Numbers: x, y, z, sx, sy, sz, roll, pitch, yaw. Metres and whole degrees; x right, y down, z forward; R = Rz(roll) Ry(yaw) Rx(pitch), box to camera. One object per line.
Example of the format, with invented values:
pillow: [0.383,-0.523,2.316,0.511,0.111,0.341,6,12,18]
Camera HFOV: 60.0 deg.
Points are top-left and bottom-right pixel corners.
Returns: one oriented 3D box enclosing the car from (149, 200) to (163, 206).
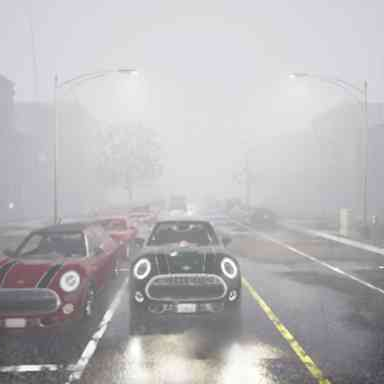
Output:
car: [-3.881,1.677,29.195,2.008,1.369,4.403,0,0,-3]

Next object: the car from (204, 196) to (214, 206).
car: [3.373,1.777,51.951,1.752,1.417,4.829,0,0,-3]

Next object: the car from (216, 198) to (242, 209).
car: [4.211,1.492,35.158,2.192,1.841,5.009,0,0,-3]

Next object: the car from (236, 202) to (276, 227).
car: [4.766,1.692,24.074,1.947,1.339,4.313,0,0,-3]

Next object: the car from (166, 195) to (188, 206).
car: [-1.732,1.405,40.172,2.150,2.045,5.566,0,0,-3]

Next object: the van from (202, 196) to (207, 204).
van: [3.103,1.617,57.323,1.690,1.788,3.998,0,0,-3]

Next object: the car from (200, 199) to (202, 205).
car: [2.543,1.852,68.575,1.752,1.417,4.829,0,0,-3]

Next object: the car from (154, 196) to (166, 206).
car: [-4.990,1.542,51.361,2.192,1.841,5.009,0,0,-3]

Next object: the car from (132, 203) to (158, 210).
car: [-3.604,1.684,23.653,1.802,1.307,4.206,0,0,-3]

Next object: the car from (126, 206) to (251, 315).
car: [-0.217,1.389,7.887,2.097,1.767,4.553,0,0,-3]

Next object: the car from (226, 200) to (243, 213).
car: [4.481,1.678,29.784,1.752,1.417,4.829,0,0,-3]

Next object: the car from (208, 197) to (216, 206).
car: [3.659,1.808,46.239,1.802,1.307,4.206,0,0,-3]

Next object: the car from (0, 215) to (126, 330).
car: [-2.774,1.466,7.030,1.967,1.590,4.097,0,0,-3]

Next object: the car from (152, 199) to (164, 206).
car: [-4.157,1.734,34.737,1.802,1.307,4.206,0,0,-3]

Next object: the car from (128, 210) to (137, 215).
car: [-3.050,1.596,12.571,1.887,1.381,4.507,0,0,-3]
